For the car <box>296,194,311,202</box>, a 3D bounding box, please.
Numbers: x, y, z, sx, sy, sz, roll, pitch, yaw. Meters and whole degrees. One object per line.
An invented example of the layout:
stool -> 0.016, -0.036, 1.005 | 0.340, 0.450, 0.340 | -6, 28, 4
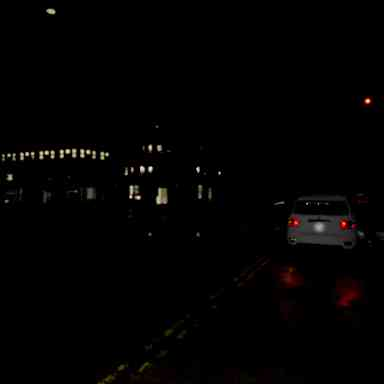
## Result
car -> 20.300, 1.110, 60.324 | 1.994, 1.385, 4.181 | 0, 1, 26

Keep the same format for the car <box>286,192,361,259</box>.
car -> 4.991, 1.126, 12.530 | 2.150, 2.045, 5.566 | 0, 0, 25

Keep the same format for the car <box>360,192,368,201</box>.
car -> 33.854, 1.096, 66.145 | 1.895, 1.301, 4.718 | 0, 1, 25

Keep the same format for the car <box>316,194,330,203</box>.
car -> 23.240, 1.122, 58.939 | 1.994, 1.385, 4.181 | 0, 1, 26

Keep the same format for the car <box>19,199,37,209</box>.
car -> -22.740, 1.606, 45.992 | 4.206, 1.307, 1.802 | 0, 1, 25

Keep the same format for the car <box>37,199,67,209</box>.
car -> -17.737, 1.565, 43.626 | 4.206, 1.307, 1.802 | 0, 1, 25

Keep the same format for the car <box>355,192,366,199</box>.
car -> 38.104, 0.796, 75.163 | 2.128, 1.511, 4.902 | 0, 1, 25

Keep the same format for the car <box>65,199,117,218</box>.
car -> -8.823, 1.583, 30.008 | 4.313, 1.339, 1.947 | 0, 1, 25

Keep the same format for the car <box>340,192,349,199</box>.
car -> 35.164, 0.737, 76.548 | 1.882, 1.535, 5.008 | 0, 1, 25

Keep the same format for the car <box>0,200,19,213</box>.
car -> -21.319, 1.561, 36.046 | 4.097, 1.590, 1.967 | 0, 1, 25
